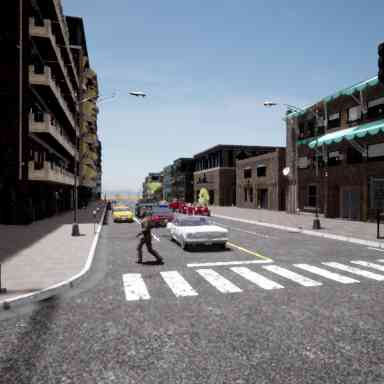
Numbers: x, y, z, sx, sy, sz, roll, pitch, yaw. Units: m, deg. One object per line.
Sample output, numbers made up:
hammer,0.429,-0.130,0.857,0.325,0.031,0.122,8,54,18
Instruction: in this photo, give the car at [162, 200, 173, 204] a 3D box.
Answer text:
car,-4.271,2.111,46.022,1.994,1.385,4.181,0,-1,-14

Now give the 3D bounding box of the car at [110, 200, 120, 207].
car,-15.735,2.372,68.189,1.887,1.381,4.507,-1,-1,-14

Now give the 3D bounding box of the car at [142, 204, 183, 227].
car,-2.328,1.855,25.177,1.994,1.385,4.181,0,-1,-15

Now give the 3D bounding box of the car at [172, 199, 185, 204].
car,-2.100,1.887,48.162,2.192,1.841,5.009,-1,-1,-14

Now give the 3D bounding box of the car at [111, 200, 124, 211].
car,-11.617,2.061,51.665,1.967,1.590,4.097,-1,-1,-14

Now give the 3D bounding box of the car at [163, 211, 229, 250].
car,0.115,1.773,15.423,1.895,1.301,4.718,0,-1,-14

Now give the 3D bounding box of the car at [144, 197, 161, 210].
car,-6.729,1.888,55.649,2.150,2.045,5.566,0,-1,-14

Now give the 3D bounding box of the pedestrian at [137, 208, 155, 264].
pedestrian,-1.492,1.412,10.841,0.375,1.860,0.375,-1,0,-14

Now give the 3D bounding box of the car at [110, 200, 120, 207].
car,-17.110,2.448,73.698,2.008,1.369,4.403,-1,-1,-14

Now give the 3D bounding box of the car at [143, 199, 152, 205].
car,-11.763,2.584,86.880,1.752,1.417,4.829,-1,-1,-14

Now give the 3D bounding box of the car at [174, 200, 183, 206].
car,-0.722,2.086,42.651,1.802,1.307,4.206,-1,-1,-14

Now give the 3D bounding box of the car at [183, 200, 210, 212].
car,0.671,1.876,37.151,1.967,1.590,4.097,-1,-1,-14

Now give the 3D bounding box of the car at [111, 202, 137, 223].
car,-6.141,1.870,29.451,1.752,1.417,4.829,-1,-1,-14

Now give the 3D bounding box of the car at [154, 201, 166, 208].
car,-6.222,2.360,64.683,1.802,1.307,4.206,-1,-1,-14

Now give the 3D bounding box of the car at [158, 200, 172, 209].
car,-4.889,2.237,59.341,1.752,1.417,4.829,-1,-1,-14

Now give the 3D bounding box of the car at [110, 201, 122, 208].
car,-14.360,2.324,62.681,1.947,1.339,4.313,-1,-1,-14

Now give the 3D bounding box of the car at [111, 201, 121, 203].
car,-7.505,1.966,35.136,2.008,1.369,4.403,-1,-1,-14

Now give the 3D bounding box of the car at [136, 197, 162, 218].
car,-4.876,1.640,35.483,2.150,2.045,5.566,0,-1,-13
